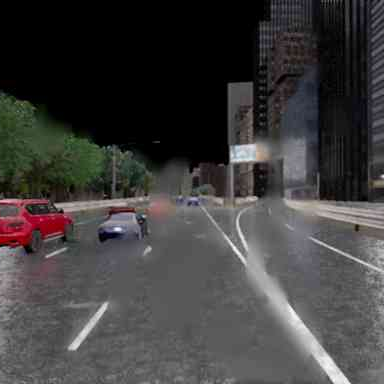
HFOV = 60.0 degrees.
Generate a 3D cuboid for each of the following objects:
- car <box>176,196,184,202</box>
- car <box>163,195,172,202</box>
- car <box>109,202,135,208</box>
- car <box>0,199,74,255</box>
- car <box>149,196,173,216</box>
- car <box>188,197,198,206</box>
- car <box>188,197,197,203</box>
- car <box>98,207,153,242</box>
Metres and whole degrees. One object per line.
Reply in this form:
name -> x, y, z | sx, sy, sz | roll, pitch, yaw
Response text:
car -> -3.372, 1.958, 91.874 | 1.882, 1.535, 5.008 | 0, 0, 0
car -> -6.872, 1.838, 92.266 | 2.097, 1.767, 4.553 | 0, 0, 0
car -> -6.857, 1.707, 33.015 | 1.882, 1.535, 5.008 | 0, 0, 0
car -> -6.885, 1.320, 13.985 | 2.150, 2.045, 5.566 | 0, 0, 0
car -> -3.350, 1.597, 35.461 | 2.097, 1.767, 4.553 | 0, 0, 0
car -> 0.200, 1.867, 64.104 | 1.882, 1.535, 5.008 | 0, 0, 0
car -> 0.117, 1.987, 84.797 | 2.128, 1.511, 4.902 | 0, 0, 0
car -> -3.378, 1.685, 17.152 | 1.994, 1.385, 4.181 | 0, 0, 0
